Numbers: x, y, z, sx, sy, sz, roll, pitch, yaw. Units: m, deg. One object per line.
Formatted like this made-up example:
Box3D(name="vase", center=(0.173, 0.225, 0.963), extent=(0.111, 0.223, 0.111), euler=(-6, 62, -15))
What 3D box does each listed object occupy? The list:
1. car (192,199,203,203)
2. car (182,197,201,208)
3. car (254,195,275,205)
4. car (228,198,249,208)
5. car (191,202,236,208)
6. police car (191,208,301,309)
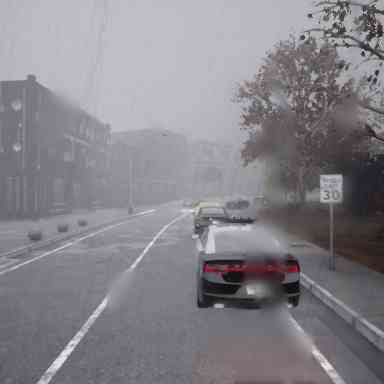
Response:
Box3D(name="car", center=(1.262, 1.481, 23.783), extent=(1.882, 1.535, 5.008), euler=(0, 0, 4))
Box3D(name="car", center=(0.167, 1.464, 46.327), extent=(2.128, 1.511, 4.902), euler=(-1, 0, 19))
Box3D(name="car", center=(12.050, 1.290, 55.330), extent=(1.837, 1.490, 4.892), euler=(-1, 1, 40))
Box3D(name="car", center=(6.399, 1.518, 46.172), extent=(1.895, 1.301, 4.718), euler=(0, 0, 28))
Box3D(name="car", center=(1.042, 1.510, 17.937), extent=(1.837, 1.490, 4.892), euler=(0, 0, 1))
Box3D(name="police car", center=(1.033, 1.427, 8.091), extent=(1.930, 1.638, 5.238), euler=(0, 0, 0))
